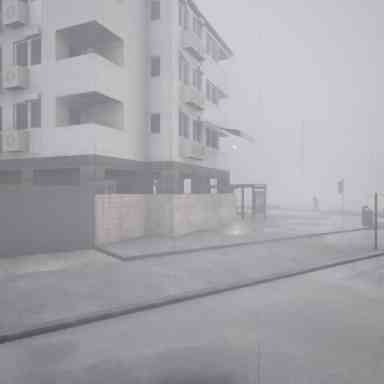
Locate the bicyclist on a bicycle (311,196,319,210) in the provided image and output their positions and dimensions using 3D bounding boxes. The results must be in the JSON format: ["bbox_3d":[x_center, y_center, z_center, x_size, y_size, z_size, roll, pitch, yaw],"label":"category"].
[{"bbox_3d":[14.628,1.349,39.528,1.656,1.620,0.582,0,0,-35],"label":"bicyclist on a bicycle"}]
